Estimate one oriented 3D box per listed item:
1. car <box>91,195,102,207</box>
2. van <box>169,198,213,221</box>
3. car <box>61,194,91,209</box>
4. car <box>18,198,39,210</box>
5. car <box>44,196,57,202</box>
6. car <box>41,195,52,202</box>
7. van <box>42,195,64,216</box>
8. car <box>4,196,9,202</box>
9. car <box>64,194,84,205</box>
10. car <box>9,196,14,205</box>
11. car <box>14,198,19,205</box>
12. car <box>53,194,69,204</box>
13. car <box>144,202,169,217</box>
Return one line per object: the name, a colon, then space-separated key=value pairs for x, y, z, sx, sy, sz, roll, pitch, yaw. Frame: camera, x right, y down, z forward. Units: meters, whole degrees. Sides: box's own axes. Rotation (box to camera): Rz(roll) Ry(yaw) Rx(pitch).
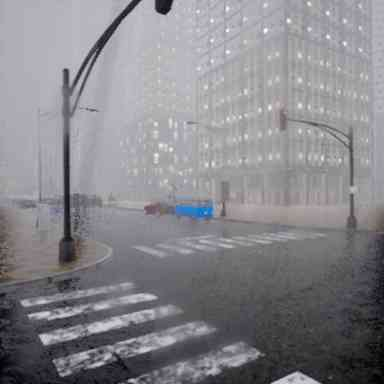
car: x=-15.114 y=1.355 z=50.195 sx=2.192 sy=1.841 sz=5.009 roll=0 pitch=0 yaw=-33
van: x=0.051 y=1.361 z=27.025 sx=1.690 sy=1.788 sz=3.998 roll=0 pitch=0 yaw=-33
car: x=-16.838 y=1.277 z=47.957 sx=2.150 sy=2.045 sz=5.566 roll=0 pitch=0 yaw=-33
car: x=-22.144 y=1.654 z=45.634 sx=1.947 sy=1.339 sz=4.313 roll=0 pitch=0 yaw=-33
car: x=-33.201 y=1.610 z=78.079 sx=2.008 sy=1.369 sz=4.403 roll=0 pitch=0 yaw=-33
car: x=-36.308 y=1.588 z=82.869 sx=1.752 sy=1.417 sz=4.829 roll=0 pitch=0 yaw=-33
van: x=-13.101 y=1.418 z=31.693 sx=1.690 sy=1.788 sz=3.998 roll=0 pitch=0 yaw=-33
car: x=-43.245 y=1.692 z=78.166 sx=1.802 sy=1.307 sz=4.206 roll=0 pitch=0 yaw=-33
car: x=-21.143 y=1.362 z=59.490 sx=2.192 sy=1.841 sz=5.009 roll=0 pitch=0 yaw=-33
car: x=-31.187 y=1.680 z=59.577 sx=1.802 sy=1.307 sz=4.206 roll=0 pitch=0 yaw=-33
car: x=-25.158 y=1.642 z=50.281 sx=2.008 sy=1.369 sz=4.403 roll=0 pitch=0 yaw=-33
car: x=-27.172 y=1.368 z=68.785 sx=2.192 sy=1.841 sz=5.009 roll=0 pitch=0 yaw=-33
car: x=-3.038 y=1.570 z=31.622 sx=1.887 sy=1.381 sz=4.507 roll=0 pitch=0 yaw=-33
